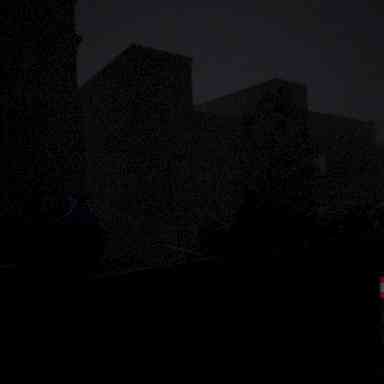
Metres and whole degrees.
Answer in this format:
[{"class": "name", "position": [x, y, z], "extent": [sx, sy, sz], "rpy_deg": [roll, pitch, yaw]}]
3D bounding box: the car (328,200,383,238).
[{"class": "car", "position": [7.033, 1.204, 15.641], "extent": [4.892, 1.521, 2.231], "rpy_deg": [-1, 1, -33]}]

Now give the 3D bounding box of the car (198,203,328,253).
[{"class": "car", "position": [2.526, 1.229, 12.418], "extent": [5.008, 1.535, 2.097], "rpy_deg": [-1, 0, -33]}]

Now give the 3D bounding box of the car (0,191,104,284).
[{"class": "car", "position": [-4.759, 1.024, 7.210], "extent": [5.566, 2.045, 2.435], "rpy_deg": [-1, 0, -33]}]
